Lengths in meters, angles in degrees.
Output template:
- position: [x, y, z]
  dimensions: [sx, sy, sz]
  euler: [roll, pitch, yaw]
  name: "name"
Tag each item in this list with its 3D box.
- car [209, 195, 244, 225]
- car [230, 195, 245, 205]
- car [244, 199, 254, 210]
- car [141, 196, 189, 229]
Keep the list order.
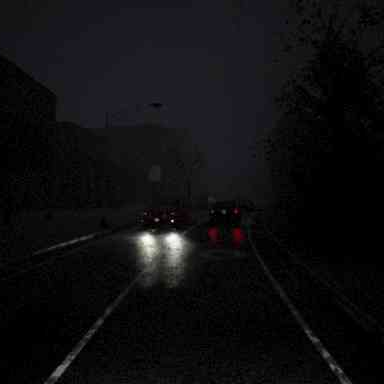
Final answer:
- position: [2.511, 1.366, 24.270]
  dimensions: [2.097, 1.767, 4.553]
  euler: [-1, 0, 10]
  name: "car"
- position: [8.644, 1.428, 62.259]
  dimensions: [2.097, 1.767, 4.553]
  euler: [-1, 0, 16]
  name: "car"
- position: [6.752, 1.547, 42.046]
  dimensions: [2.033, 1.411, 5.357]
  euler: [-1, 0, 15]
  name: "car"
- position: [-1.635, 1.288, 22.334]
  dimensions: [2.150, 2.045, 5.566]
  euler: [-1, 0, 10]
  name: "car"
